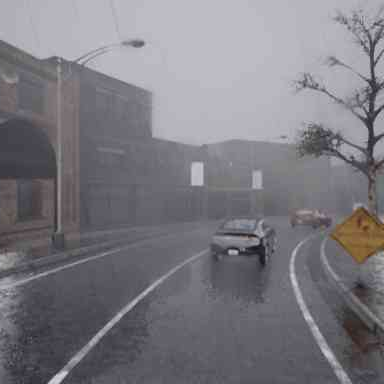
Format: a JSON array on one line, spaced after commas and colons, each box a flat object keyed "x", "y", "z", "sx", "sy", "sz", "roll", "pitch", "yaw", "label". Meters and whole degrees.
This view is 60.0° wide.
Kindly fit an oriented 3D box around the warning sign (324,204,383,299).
[{"x": 3.731, "y": 1.240, "z": 7.379, "sx": 1.300, "sy": 1.860, "sz": 1.060, "roll": 1, "pitch": 0, "yaw": 12, "label": "warning sign"}]

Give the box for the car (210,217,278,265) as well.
[{"x": 2.093, "y": 1.701, "z": 12.631, "sx": 2.128, "sy": 1.511, "sz": 4.902, "roll": 0, "pitch": -1, "yaw": 20, "label": "car"}]

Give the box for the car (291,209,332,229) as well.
[{"x": 9.155, "y": 1.998, "z": 25.487, "sx": 1.812, "sy": 1.442, "sz": 4.674, "roll": 0, "pitch": -1, "yaw": 40, "label": "car"}]
